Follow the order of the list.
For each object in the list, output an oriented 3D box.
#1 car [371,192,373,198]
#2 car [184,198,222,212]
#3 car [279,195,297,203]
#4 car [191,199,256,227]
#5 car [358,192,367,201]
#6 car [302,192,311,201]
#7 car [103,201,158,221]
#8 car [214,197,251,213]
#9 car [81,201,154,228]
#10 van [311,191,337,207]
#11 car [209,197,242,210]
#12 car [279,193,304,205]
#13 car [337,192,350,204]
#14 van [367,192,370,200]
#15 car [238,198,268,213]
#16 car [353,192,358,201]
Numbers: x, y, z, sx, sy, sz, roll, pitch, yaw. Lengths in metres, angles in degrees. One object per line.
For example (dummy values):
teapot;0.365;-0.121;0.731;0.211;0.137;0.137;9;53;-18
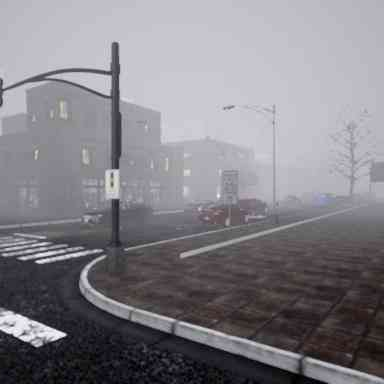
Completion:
car;39.138;0.974;75.054;1.887;1.381;4.507;0;1;35
car;0.858;1.355;34.328;2.008;1.369;4.403;0;1;35
car;16.548;1.202;57.070;1.802;1.307;4.206;0;1;35
car;2.155;1.403;21.450;1.887;1.381;4.507;0;1;35
car;32.862;0.940;65.956;1.967;1.590;4.097;0;1;35
car;22.825;0.863;66.166;2.192;1.841;5.009;0;1;35
car;-4.743;1.453;26.210;1.802;1.307;4.206;0;1;35
car;4.287;1.311;34.738;1.812;1.442;4.674;0;0;35
car;-4.821;1.384;21.545;2.128;1.511;4.902;0;0;35
van;17.171;1.022;43.213;1.690;1.788;3.998;0;1;35
car;3.996;1.333;38.877;1.947;1.339;4.313;0;1;35
car;14.703;1.234;49.667;1.812;1.442;4.674;0;0;35
car;23.447;1.173;52.312;1.947;1.339;4.313;0;1;35
van;36.000;0.805;70.504;1.690;1.788;3.998;0;1;35
car;5.380;1.276;30.727;1.882;1.535;5.008;0;0;35
car;26.585;1.116;56.860;1.887;1.381;4.507;0;1;35
